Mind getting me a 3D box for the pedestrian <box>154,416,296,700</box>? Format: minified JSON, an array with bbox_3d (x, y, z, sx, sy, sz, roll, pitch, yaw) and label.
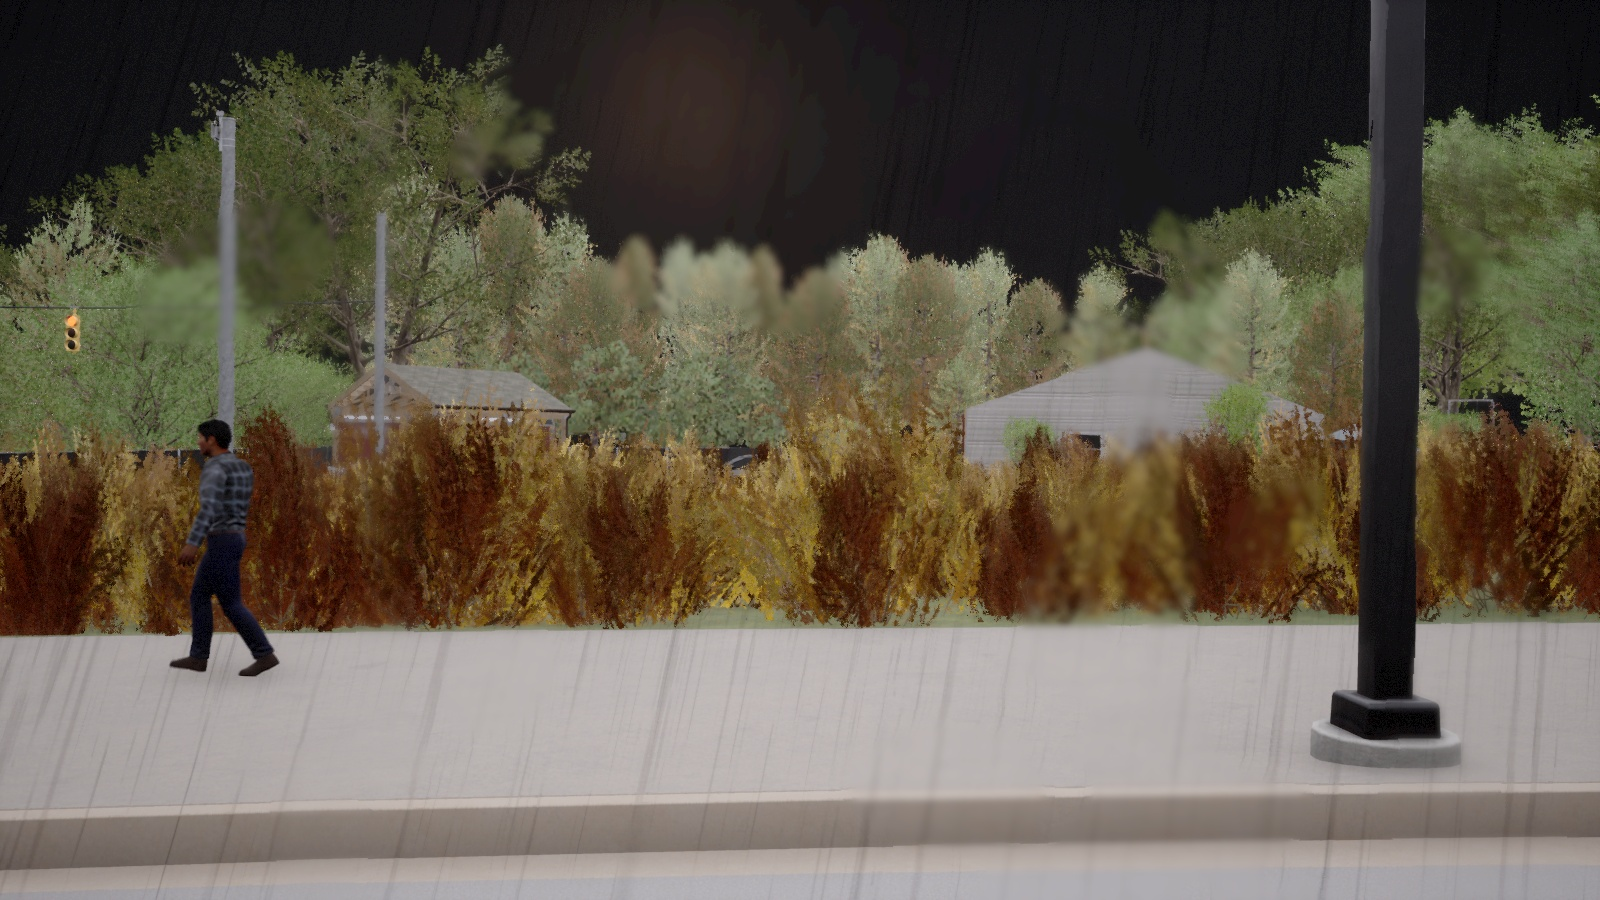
[{"bbox_3d":[-4.048,0.743,8.870,0.788,1.949,0.423,-1,1,-2],"label":"pedestrian"}]
